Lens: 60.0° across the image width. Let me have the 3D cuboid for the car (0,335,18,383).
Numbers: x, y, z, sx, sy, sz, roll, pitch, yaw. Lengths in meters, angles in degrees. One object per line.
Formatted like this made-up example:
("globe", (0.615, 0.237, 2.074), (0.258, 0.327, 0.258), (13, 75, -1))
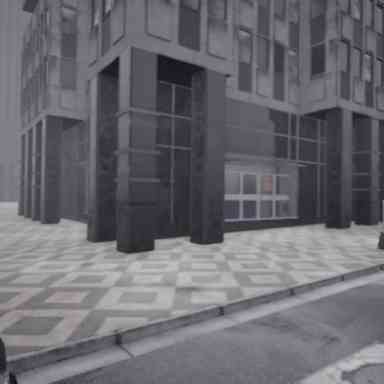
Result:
("car", (-3.253, 1.491, 1.056), (4.902, 1.511, 2.128), (0, 0, -36))
